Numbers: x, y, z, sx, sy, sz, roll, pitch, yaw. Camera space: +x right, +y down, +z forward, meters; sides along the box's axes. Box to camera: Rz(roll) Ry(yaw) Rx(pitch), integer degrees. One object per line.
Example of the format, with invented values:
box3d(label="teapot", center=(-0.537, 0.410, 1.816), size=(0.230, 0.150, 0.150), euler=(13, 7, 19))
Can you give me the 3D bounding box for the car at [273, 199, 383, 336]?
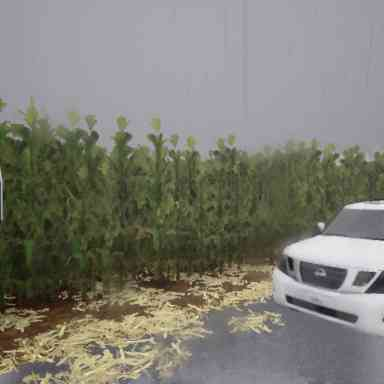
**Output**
box3d(label="car", center=(4.015, 1.183, 6.556), size=(5.566, 2.045, 2.150), euler=(-1, 0, -37))
